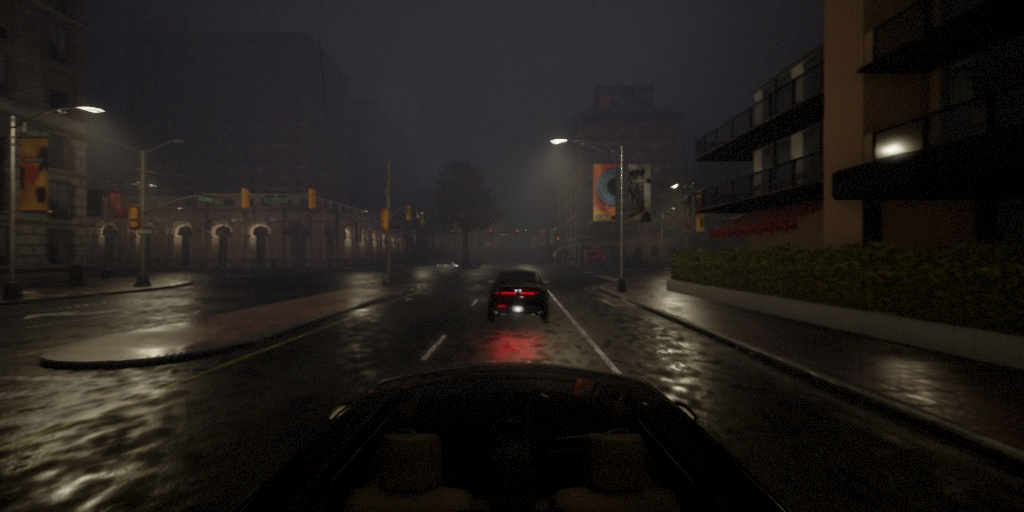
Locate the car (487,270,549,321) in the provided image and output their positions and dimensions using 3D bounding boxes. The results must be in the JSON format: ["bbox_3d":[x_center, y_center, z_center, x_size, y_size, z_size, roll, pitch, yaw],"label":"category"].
[{"bbox_3d":[0.215,1.220,12.290,1.837,1.490,4.892,0,0,1],"label":"car"}]
